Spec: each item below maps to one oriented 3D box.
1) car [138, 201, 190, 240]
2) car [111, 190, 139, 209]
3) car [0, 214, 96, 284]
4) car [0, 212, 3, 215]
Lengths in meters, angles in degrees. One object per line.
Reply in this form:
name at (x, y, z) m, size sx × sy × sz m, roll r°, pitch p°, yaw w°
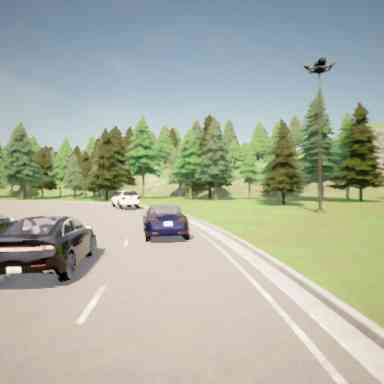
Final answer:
car at (-1.333, 1.311, 15.872) m, size 2.163 × 1.488 × 4.792 m, roll -1°, pitch 1°, yaw -9°
car at (-7.584, 0.814, 37.611) m, size 2.150 × 2.045 × 5.566 m, roll -1°, pitch 1°, yaw -26°
car at (-4.012, 1.410, 9.419) m, size 2.128 × 1.511 × 4.902 m, roll -1°, pitch 1°, yaw -6°
car at (-7.840, 1.414, 12.238) m, size 2.128 × 1.511 × 4.902 m, roll -1°, pitch 1°, yaw -7°
